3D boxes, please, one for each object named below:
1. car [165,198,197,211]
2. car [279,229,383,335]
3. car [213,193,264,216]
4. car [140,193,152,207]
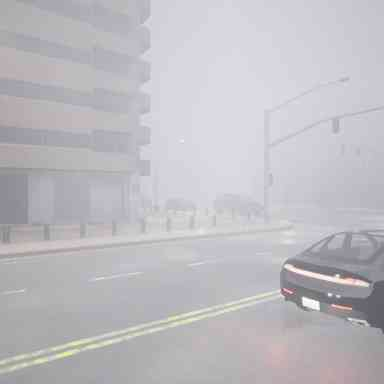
[{"bbox_3d":[-1.383,1.422,40.446,1.882,1.535,5.008,0,0,-35],"label":"car"},{"bbox_3d":[3.813,1.492,6.463,4.902,1.511,2.128,0,0,-35],"label":"car"},{"bbox_3d":[4.351,1.166,32.252,2.150,2.045,5.566,0,0,-35],"label":"car"},{"bbox_3d":[-8.160,1.165,50.306,2.150,2.045,5.566,0,0,-34],"label":"car"}]
